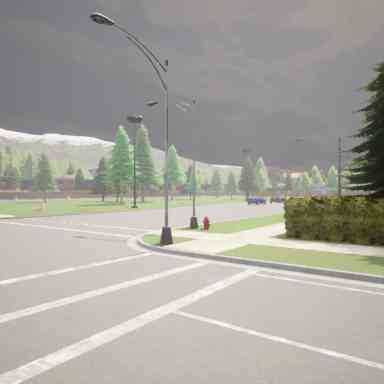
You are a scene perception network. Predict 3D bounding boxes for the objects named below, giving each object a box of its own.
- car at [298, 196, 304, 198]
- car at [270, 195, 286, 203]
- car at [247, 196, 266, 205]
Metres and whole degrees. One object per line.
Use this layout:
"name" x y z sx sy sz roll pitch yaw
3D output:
"car" 18.756 1.478 57.136 1.882 1.535 5.008 0 0 36
"car" 17.536 1.353 67.396 2.097 1.767 4.553 0 0 36
"car" 11.588 1.478 59.169 1.882 1.535 5.008 0 0 36
